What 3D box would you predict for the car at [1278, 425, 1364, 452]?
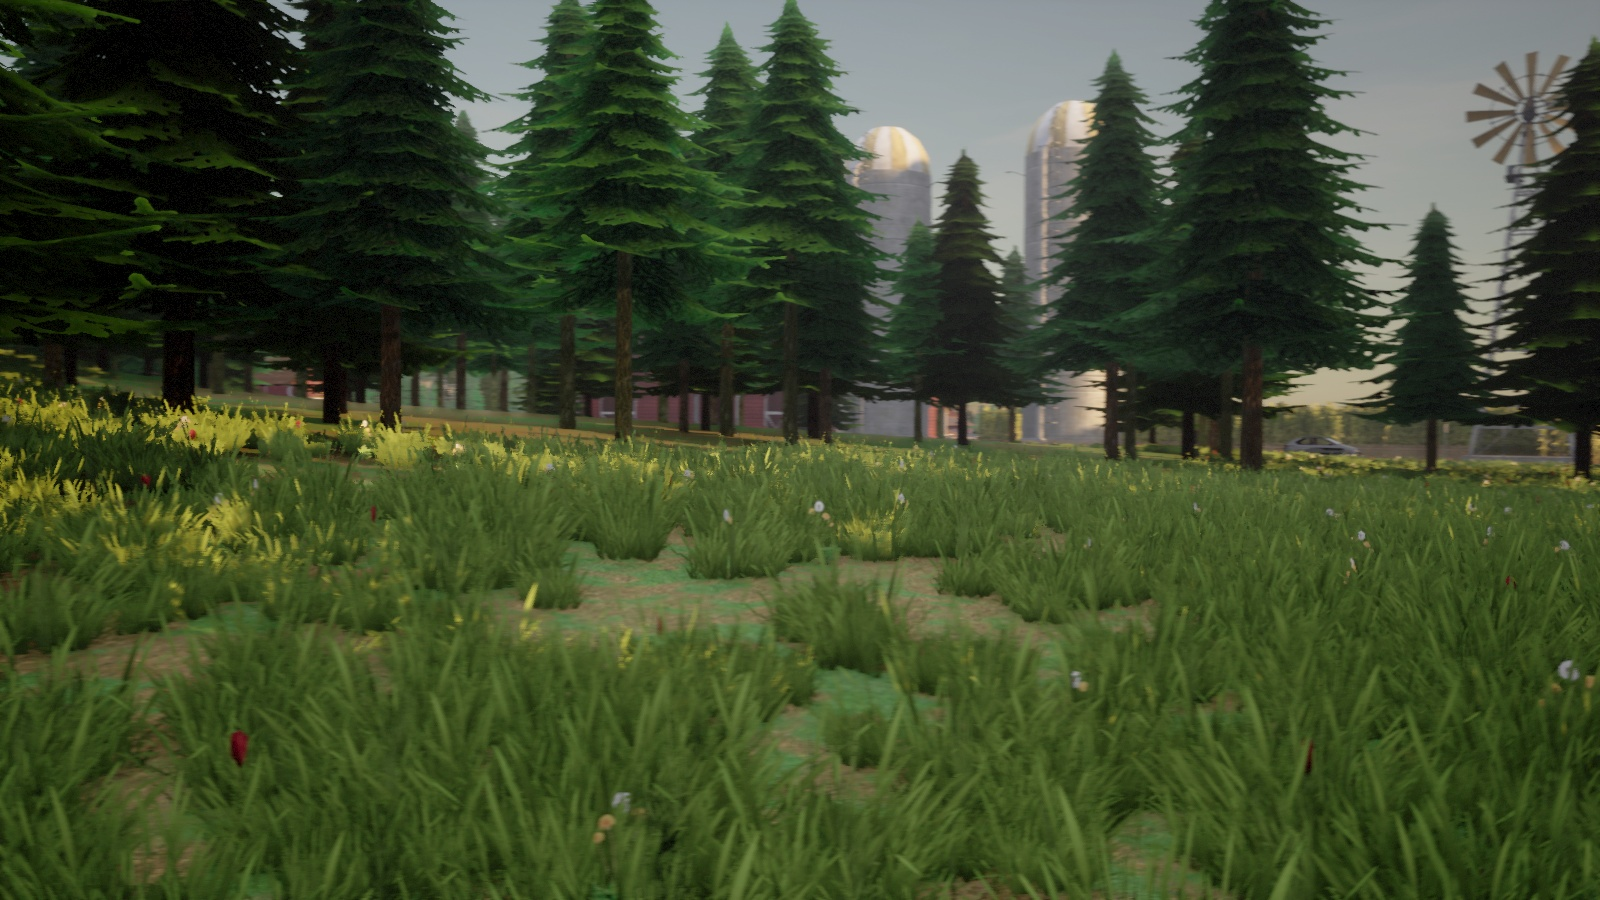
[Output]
[{"bbox_3d":[29.243,-0.637,70.511,4.193,1.474,1.816,0,1,33],"label":"car"}]
